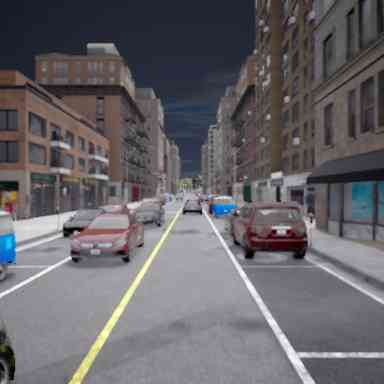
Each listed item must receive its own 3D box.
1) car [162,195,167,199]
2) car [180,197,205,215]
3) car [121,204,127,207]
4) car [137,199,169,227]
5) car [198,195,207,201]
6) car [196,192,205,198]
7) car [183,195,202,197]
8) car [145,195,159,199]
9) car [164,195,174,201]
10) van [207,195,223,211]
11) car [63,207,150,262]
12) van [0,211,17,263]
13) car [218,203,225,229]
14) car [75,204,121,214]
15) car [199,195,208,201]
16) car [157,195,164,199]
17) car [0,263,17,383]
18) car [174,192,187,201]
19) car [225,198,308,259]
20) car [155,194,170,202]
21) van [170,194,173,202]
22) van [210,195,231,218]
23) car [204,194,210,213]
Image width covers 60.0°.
[{"bbox_3d":[-5.385,1.479,50.292,1.947,1.339,4.313,0,0,0],"label":"car"},{"bbox_3d":[0.067,1.506,33.534,1.994,1.385,4.181,0,0,1],"label":"car"},{"bbox_3d":[-5.398,1.505,23.261,1.887,1.381,4.507,0,0,0],"label":"car"},{"bbox_3d":[-2.830,1.467,22.487,1.837,1.490,4.892,0,0,0],"label":"car"},{"bbox_3d":[2.659,1.407,82.729,2.008,1.369,4.403,0,0,0],"label":"car"},{"bbox_3d":[2.277,1.244,61.962,2.097,1.767,4.553,0,0,0],"label":"car"},{"bbox_3d":[0.057,1.482,46.582,1.994,1.385,4.181,0,0,1],"label":"car"},{"bbox_3d":[-5.390,1.458,39.310,1.752,1.417,4.829,0,0,0],"label":"car"},{"bbox_3d":[-5.371,1.417,77.323,2.008,1.369,4.403,0,0,0],"label":"car"},{"bbox_3d":[2.689,1.273,39.479,1.690,1.788,3.998,0,0,0],"label":"van"},{"bbox_3d":[-2.845,1.505,12.142,1.812,1.442,4.674,0,0,0],"label":"car"},{"bbox_3d":[-5.406,1.329,7.042,1.690,1.788,3.998,0,0,0],"label":"van"},{"bbox_3d":[2.704,1.520,17.854,2.008,1.369,4.403,0,0,0],"label":"car"},{"bbox_3d":[-5.401,1.536,17.855,1.947,1.339,4.313,0,0,0],"label":"car"},{"bbox_3d":[2.663,1.390,77.492,1.752,1.417,4.829,0,0,0],"label":"car"},{"bbox_3d":[-5.387,1.473,44.886,2.008,1.369,4.403,0,0,0],"label":"car"},{"bbox_3d":[-2.849,1.561,1.805,1.994,1.385,4.181,0,0,0],"label":"car"},{"bbox_3d":[-2.732,1.285,74.775,1.882,1.535,5.008,0,0,0],"label":"car"},{"bbox_3d":[2.708,1.294,12.447,2.192,1.841,5.009,0,0,0],"label":"car"},{"bbox_3d":[-5.382,1.218,55.698,2.192,1.841,5.009,0,0,0],"label":"car"},{"bbox_3d":[-5.374,1.216,71.917,1.690,1.788,3.998,0,0,0],"label":"van"},{"bbox_3d":[2.697,1.292,28.666,1.690,1.788,3.998,0,0,0],"label":"van"},{"bbox_3d":[2.693,1.256,34.073,2.192,1.841,5.009,0,0,0],"label":"car"}]
